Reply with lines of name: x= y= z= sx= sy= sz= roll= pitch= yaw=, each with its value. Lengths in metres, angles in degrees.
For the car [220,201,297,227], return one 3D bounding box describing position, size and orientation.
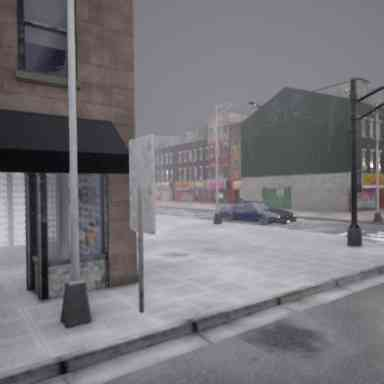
car: x=3.990 y=1.304 z=21.253 sx=2.033 sy=1.411 sz=5.357 roll=-1 pitch=1 yaw=-36
